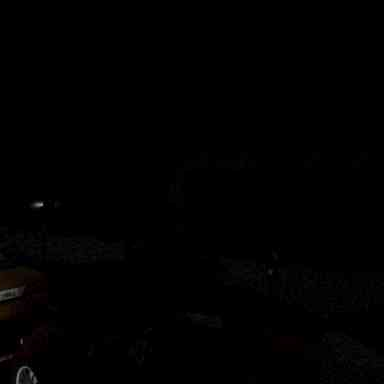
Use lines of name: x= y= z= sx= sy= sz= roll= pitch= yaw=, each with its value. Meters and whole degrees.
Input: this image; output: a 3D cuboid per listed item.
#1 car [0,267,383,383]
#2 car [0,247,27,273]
car: x=0.011 y=1.581 z=3.070 sx=4.206 sy=1.307 sz=1.802 roll=0 pitch=1 yaw=36
car: x=-4.670 y=1.523 z=6.419 sx=4.829 sy=1.417 sz=1.752 roll=0 pitch=1 yaw=36
